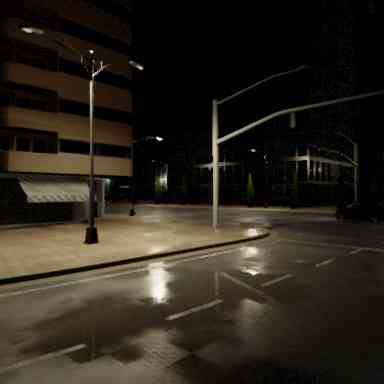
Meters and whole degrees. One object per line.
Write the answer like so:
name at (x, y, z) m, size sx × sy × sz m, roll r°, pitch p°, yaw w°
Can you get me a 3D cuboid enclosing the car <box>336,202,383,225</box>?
car at (13.205, 1.527, 25.139) m, size 1.882 × 1.535 × 5.008 m, roll 1°, pitch 0°, yaw -21°
